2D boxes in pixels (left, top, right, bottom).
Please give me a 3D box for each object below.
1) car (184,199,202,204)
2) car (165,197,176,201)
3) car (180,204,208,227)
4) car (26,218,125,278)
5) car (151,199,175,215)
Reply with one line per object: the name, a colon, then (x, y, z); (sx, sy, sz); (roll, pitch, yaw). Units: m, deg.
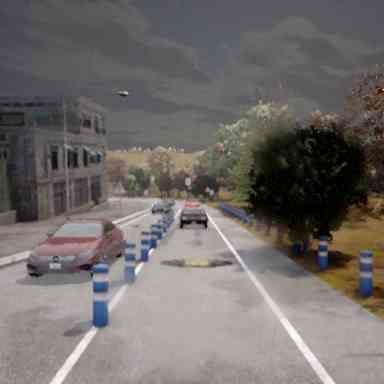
car: (0.117, 1.584, 40.944); (2.097, 1.767, 4.553); (0, 0, 0)
car: (-3.825, 1.691, 55.209); (1.837, 1.490, 4.892); (-1, 1, -7)
car: (0.116, 1.736, 23.728); (1.895, 1.301, 4.718); (0, 0, 0)
car: (-3.333, 1.580, 10.450); (1.812, 1.442, 4.674); (0, -1, 0)
car: (-3.318, 1.773, 36.731); (1.994, 1.385, 4.181); (0, 0, 0)
